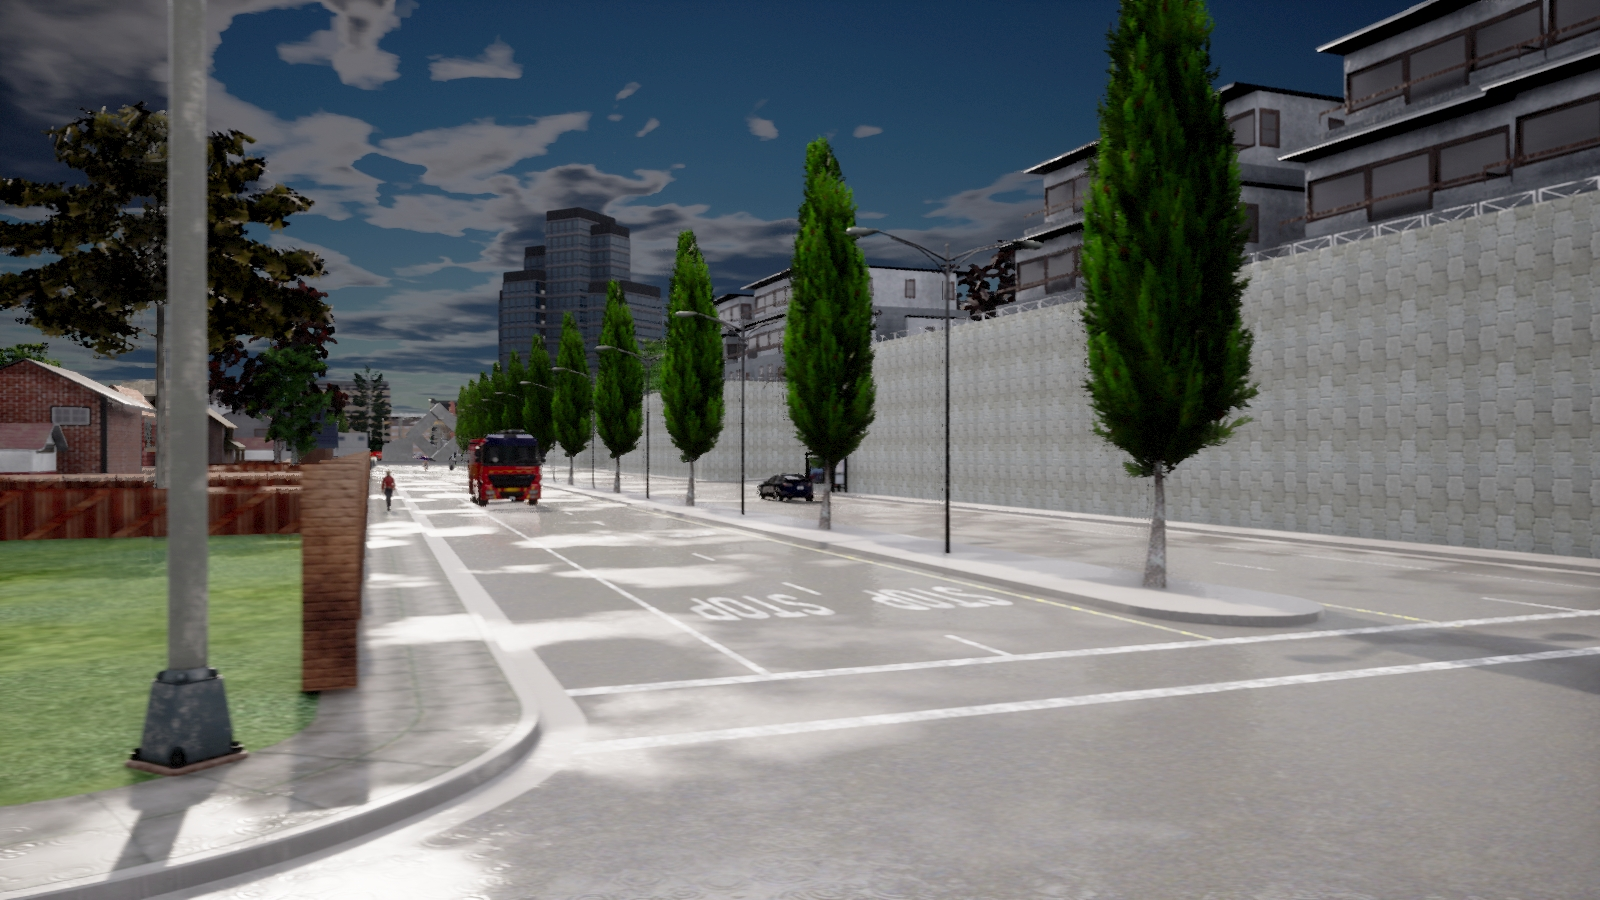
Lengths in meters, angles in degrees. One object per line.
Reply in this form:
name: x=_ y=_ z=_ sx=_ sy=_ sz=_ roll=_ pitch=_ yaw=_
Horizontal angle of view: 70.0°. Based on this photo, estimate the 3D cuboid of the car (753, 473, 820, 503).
car: x=-0.788 y=2.057 z=62.959 sx=2.163 sy=1.488 sz=4.792 roll=0 pitch=0 yaw=-21

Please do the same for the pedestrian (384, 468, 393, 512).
pedestrian: x=-17.621 y=1.696 z=48.896 sx=0.375 sy=1.860 sz=0.375 roll=0 pitch=0 yaw=-21

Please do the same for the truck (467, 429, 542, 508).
truck: x=-15.425 y=0.889 z=59.241 sx=2.891 sy=3.827 sz=8.468 roll=0 pitch=0 yaw=-21
